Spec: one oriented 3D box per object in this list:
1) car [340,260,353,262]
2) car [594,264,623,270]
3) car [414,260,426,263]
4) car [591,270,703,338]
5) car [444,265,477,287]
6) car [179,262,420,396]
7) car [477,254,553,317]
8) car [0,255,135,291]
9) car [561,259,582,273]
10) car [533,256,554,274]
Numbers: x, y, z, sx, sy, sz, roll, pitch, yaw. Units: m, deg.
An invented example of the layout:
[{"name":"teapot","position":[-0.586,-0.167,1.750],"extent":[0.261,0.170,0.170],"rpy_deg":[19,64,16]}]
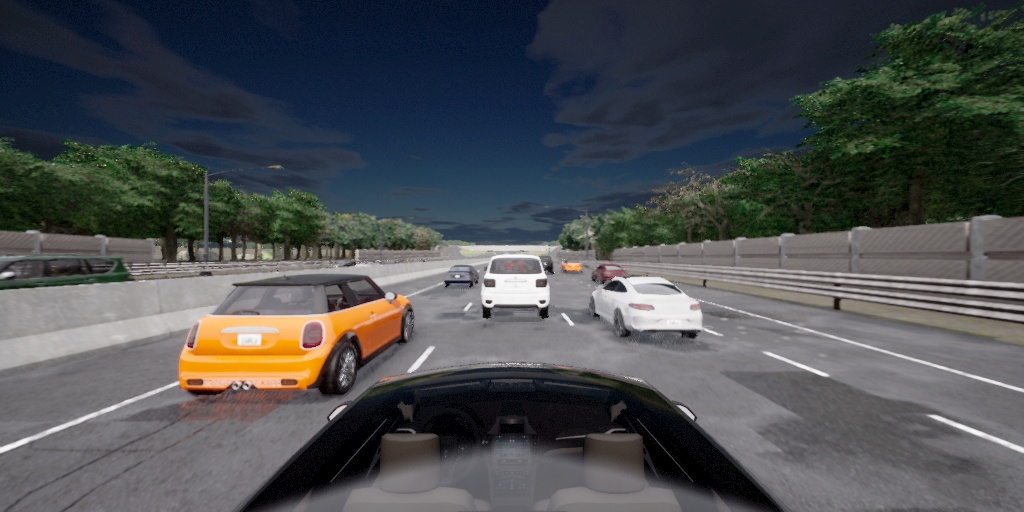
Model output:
[{"name":"car","position":[-24.294,1.308,52.242],"extent":[2.128,1.511,4.902],"rpy_deg":[0,0,1]},{"name":"car","position":[7.113,1.299,26.391],"extent":[1.812,1.442,4.674],"rpy_deg":[0,0,1]},{"name":"car","position":[-13.790,1.325,53.013],"extent":[1.837,1.490,4.892],"rpy_deg":[0,0,1]},{"name":"car","position":[3.509,1.279,10.057],"extent":[1.812,1.442,4.674],"rpy_deg":[0,0,0]},{"name":"car","position":[-3.348,1.316,24.575],"extent":[2.033,1.411,5.357],"rpy_deg":[0,0,0]},{"name":"car","position":[-3.395,1.103,6.765],"extent":[2.097,1.767,4.553],"rpy_deg":[0,0,0]},{"name":"car","position":[0.115,0.977,13.278],"extent":[2.150,2.045,5.566],"rpy_deg":[0,0,0]},{"name":"car","position":[-14.091,0.973,10.052],"extent":[2.150,2.045,5.566],"rpy_deg":[0,0,0]},{"name":"car","position":[7.278,1.161,44.402],"extent":[2.097,1.767,4.553],"rpy_deg":[0,0,1]},{"name":"car","position":[3.672,1.028,42.893],"extent":[2.150,2.045,5.566],"rpy_deg":[0,0,0]}]
